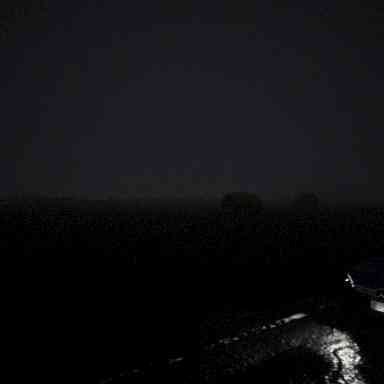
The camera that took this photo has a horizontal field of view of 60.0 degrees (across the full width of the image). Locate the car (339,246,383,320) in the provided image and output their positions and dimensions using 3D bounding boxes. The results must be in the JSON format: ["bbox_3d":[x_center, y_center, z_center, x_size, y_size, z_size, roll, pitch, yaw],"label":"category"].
[{"bbox_3d":[4.820,1.518,6.511,4.674,1.442,1.812,0,0,-36],"label":"car"}]
